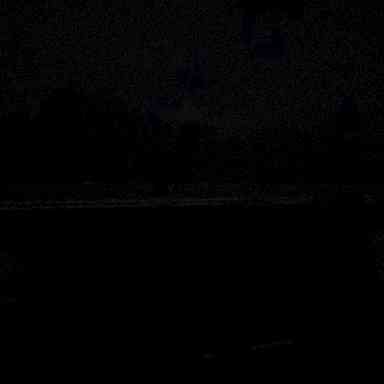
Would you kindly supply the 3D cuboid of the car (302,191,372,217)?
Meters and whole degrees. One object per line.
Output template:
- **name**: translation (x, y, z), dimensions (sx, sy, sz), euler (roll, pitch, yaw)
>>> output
- **car**: translation (12.657, 0.977, 29.105), dimensions (5.566, 2.045, 2.150), euler (-1, 0, -19)

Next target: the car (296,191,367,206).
- **car**: translation (10.293, 1.019, 24.620), dimensions (5.566, 2.045, 2.150), euler (0, 0, -19)

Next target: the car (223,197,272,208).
- **car**: translation (4.837, 1.374, 30.172), dimensions (4.181, 1.385, 1.994), euler (-1, 0, -19)

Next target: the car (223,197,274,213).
- **car**: translation (5.781, 1.287, 34.181), dimensions (4.892, 1.490, 1.837), euler (0, 0, -19)
